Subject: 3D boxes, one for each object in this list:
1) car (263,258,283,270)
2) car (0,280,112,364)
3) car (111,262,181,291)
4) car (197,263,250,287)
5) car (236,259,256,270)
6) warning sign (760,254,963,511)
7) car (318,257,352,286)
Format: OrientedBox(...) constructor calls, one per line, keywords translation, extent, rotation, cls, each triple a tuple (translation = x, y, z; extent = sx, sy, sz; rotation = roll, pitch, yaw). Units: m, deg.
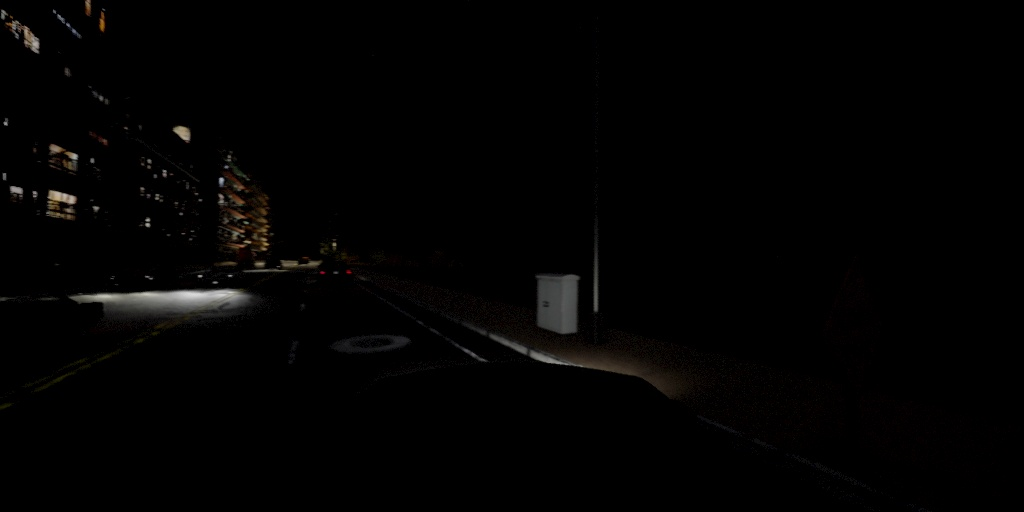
OrientedBox(translation=(-35.634, 1.111, 53.575), extent=(2.097, 1.767, 4.553), rotation=(1, -1, -28), cls="car")
OrientedBox(translation=(-9.553, 1.273, 6.265), extent=(1.895, 1.301, 4.718), rotation=(1, -1, -29), cls="car")
OrientedBox(translation=(-21.447, 1.135, 21.207), extent=(1.882, 1.535, 5.008), rotation=(1, -1, -28), cls="car")
OrientedBox(translation=(-19.161, 1.310, 23.814), extent=(1.895, 1.301, 4.718), rotation=(1, -1, -29), cls="car")
OrientedBox(translation=(-38.407, 1.209, 51.877), extent=(1.837, 1.490, 4.892), rotation=(1, 0, -28), cls="car")
OrientedBox(translation=(2.970, 0.915, 3.128), extent=(1.300, 1.860, 1.060), rotation=(0, 0, -29), cls="warning sign")
OrientedBox(translation=(-12.927, 1.159, 26.136), extent=(2.097, 1.767, 4.553), rotation=(1, -1, -29), cls="car")
